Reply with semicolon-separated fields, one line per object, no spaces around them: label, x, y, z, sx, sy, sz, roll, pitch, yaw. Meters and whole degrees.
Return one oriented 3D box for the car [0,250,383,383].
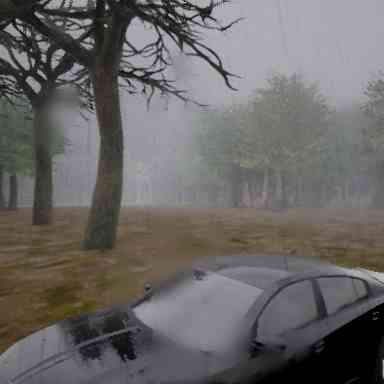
car;0.584;1.492;3.692;5.008;1.535;1.882;1;0;-36
